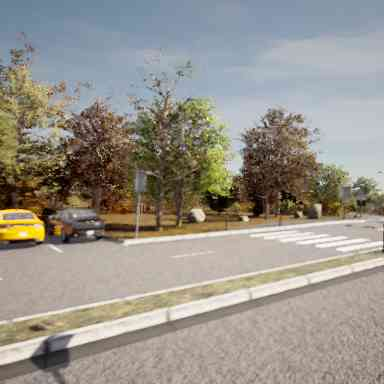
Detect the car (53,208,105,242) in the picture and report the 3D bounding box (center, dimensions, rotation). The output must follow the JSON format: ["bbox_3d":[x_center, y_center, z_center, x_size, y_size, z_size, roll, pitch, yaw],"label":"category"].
[{"bbox_3d":[-5.972,1.567,16.953,2.231,1.521,4.892,0,0,-35],"label":"car"}]

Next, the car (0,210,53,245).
[{"bbox_3d":[-8.218,1.556,15.357,2.097,1.535,5.008,0,0,-35],"label":"car"}]
